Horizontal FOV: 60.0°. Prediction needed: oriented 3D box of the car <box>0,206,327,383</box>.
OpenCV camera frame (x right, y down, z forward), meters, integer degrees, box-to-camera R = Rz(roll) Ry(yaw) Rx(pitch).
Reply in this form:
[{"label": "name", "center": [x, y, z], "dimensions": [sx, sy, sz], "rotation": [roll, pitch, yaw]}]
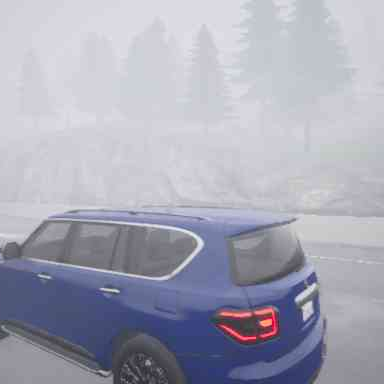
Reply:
[{"label": "car", "center": [-1.065, 1.221, 4.754], "dimensions": [5.566, 2.045, 2.150], "rotation": [0, 0, 36]}]
